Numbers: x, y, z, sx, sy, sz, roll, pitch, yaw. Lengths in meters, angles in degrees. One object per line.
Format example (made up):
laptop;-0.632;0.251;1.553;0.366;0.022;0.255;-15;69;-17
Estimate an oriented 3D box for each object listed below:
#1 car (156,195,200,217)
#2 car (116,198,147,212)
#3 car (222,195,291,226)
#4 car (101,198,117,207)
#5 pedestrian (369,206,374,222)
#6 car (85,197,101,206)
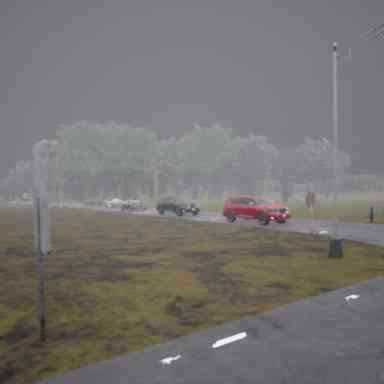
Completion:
car;-1.504;1.296;33.258;2.150;2.045;5.566;-2;1;-36
car;-7.312;1.655;41.349;1.812;1.442;4.674;-2;1;-35
car;4.620;1.269;24.727;2.150;2.045;5.566;-2;1;-36
car;-12.427;1.686;53.506;1.812;1.442;4.674;-2;1;-36
pedestrian;12.773;1.596;23.650;0.500;1.100;0.500;-2;1;-36
car;-18.291;1.762;61.658;2.128;1.511;4.902;-2;1;-36
